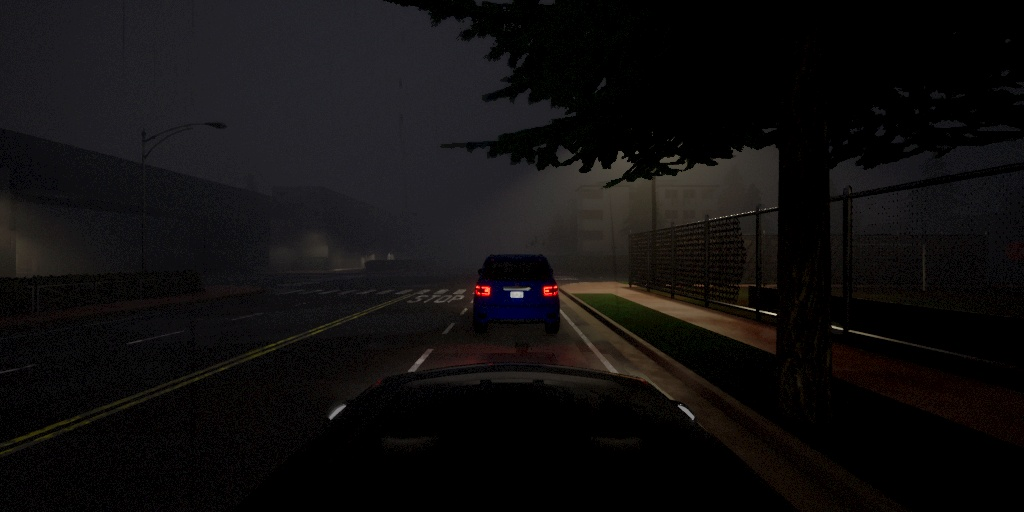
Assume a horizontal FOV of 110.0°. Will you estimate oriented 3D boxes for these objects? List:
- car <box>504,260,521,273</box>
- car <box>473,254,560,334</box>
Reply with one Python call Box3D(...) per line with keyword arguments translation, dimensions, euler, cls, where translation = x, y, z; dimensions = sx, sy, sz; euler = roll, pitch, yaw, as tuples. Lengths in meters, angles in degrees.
Box3D(translation=(0.022, 1.242, 45.675), dimensions=(2.128, 1.511, 4.902), euler=(0, 0, 0), cls="car")
Box3D(translation=(0.115, 0.972, 10.809), dimensions=(2.150, 2.045, 5.566), euler=(0, 0, 0), cls="car")
